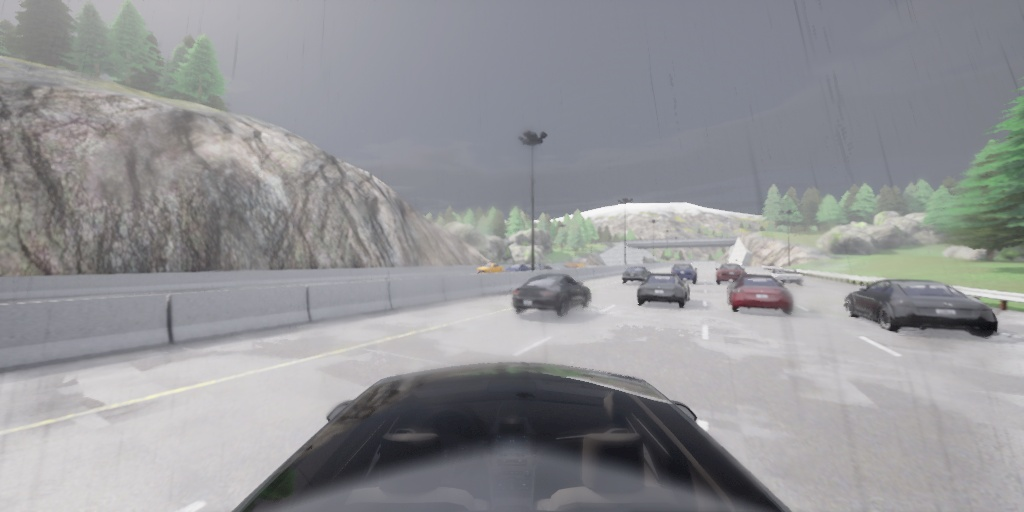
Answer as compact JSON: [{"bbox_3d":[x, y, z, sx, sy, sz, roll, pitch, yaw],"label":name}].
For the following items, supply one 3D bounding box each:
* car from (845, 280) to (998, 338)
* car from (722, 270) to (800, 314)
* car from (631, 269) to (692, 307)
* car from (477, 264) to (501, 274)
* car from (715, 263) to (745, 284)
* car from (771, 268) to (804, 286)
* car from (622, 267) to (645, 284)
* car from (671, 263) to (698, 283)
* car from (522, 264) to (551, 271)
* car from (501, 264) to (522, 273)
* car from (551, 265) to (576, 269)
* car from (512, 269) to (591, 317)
[{"bbox_3d":[11.816,1.398,10.725,1.994,1.385,4.181,0,-1,28],"label":"car"},{"bbox_3d":[10.012,1.449,14.744,1.994,1.385,4.181,0,-1,28],"label":"car"},{"bbox_3d":[7.095,1.479,16.706,1.994,1.385,4.181,0,-1,28],"label":"car"},{"bbox_3d":[-2.988,1.813,49.964,1.882,1.535,5.008,-1,-1,29],"label":"car"},{"bbox_3d":[18.226,1.404,29.998,2.097,1.767,4.553,0,-1,28],"label":"car"},{"bbox_3d":[21.181,1.625,28.099,1.895,1.301,4.718,0,-1,28],"label":"car"},{"bbox_3d":[10.846,1.628,31.051,2.033,1.411,5.357,0,-1,28],"label":"car"},{"bbox_3d":[15.301,1.434,31.949,2.097,1.767,4.553,0,-1,28],"label":"car"},{"bbox_3d":[3.722,1.786,47.637,2.128,1.511,4.902,0,-1,29],"label":"car"},{"bbox_3d":[0.792,1.848,49.572,1.812,1.442,4.674,0,-1,29],"label":"car"},{"bbox_3d":[7.182,1.876,46.660,1.895,1.301,4.718,0,-1,29],"label":"car"},{"bbox_3d":[1.649,1.419,13.966,1.812,1.442,4.674,0,-1,29],"label":"car"}]
